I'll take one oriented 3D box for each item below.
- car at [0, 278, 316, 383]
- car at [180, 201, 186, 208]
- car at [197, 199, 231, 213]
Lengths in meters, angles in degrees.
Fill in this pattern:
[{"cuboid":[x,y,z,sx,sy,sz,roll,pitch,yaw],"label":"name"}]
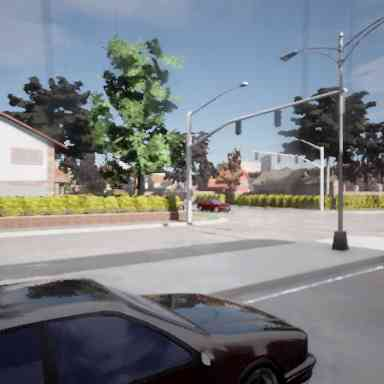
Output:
[{"cuboid":[-1.245,1.551,2.858,5.357,1.411,2.033,0,0,-35],"label":"car"},{"cuboid":[-2.826,1.511,47.474,2.097,1.767,4.553,0,0,-36],"label":"car"},{"cuboid":[2.584,1.637,40.029,1.882,1.535,5.008,0,0,-36],"label":"car"}]
